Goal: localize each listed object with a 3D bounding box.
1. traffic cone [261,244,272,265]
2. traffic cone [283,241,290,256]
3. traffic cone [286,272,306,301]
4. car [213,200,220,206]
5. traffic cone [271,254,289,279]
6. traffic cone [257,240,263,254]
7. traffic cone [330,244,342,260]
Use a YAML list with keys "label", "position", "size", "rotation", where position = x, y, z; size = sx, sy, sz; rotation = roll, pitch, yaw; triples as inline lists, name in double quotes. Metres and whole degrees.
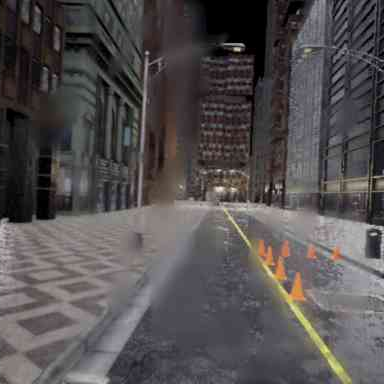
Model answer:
- label: "traffic cone"
  position: [2.736, 2.232, 11.727]
  size: [0.340, 0.580, 0.340]
  rotation: [3, -1, 4]
- label: "traffic cone"
  position: [3.874, 2.313, 13.650]
  size: [0.340, 0.580, 0.340]
  rotation: [3, -1, 4]
- label: "traffic cone"
  position: [2.451, 2.172, 7.737]
  size: [0.340, 0.580, 0.340]
  rotation: [3, -1, 4]
- label: "car"
  position: [6.379, 2.886, 86.668]
  size: [2.033, 1.411, 5.357]
  rotation: [3, -1, 4]
- label: "traffic cone"
  position: [2.594, 2.202, 9.732]
  size: [0.340, 0.580, 0.340]
  rotation: [3, -1, 4]
- label: "traffic cone"
  position: [2.878, 2.263, 13.721]
  size: [0.340, 0.580, 0.340]
  rotation: [3, -1, 4]
- label: "traffic cone"
  position: [5.866, 2.413, 13.506]
  size: [0.340, 0.580, 0.340]
  rotation: [3, -1, 4]
